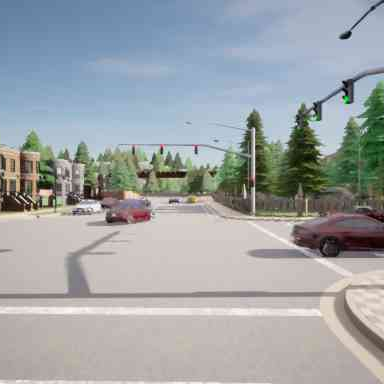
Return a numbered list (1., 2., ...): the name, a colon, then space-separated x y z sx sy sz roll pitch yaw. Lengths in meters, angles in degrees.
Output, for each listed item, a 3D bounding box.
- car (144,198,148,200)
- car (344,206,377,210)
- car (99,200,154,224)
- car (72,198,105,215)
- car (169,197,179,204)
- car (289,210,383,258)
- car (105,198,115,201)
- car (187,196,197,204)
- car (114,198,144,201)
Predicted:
1. car: -7.146 1.564 48.306 1.994 1.385 4.181 0 0 0
2. car: 11.151 1.601 22.850 4.718 1.301 1.895 0 0 2
3. car: -4.544 1.564 24.668 1.994 1.385 4.181 0 0 25
4. car: -10.652 1.526 33.980 1.812 1.442 4.674 0 0 0
5. car: -3.508 1.601 65.155 1.895 1.301 4.718 0 0 0
6. car: 5.968 1.526 12.141 4.674 1.442 1.812 0 0 0
7. car: -10.658 1.477 43.033 1.882 1.535 5.008 0 0 0
8. car: -0.007 1.477 64.870 1.882 1.535 5.008 0 0 0
9. car: -7.158 1.477 38.319 1.882 1.535 5.008 0 0 0
